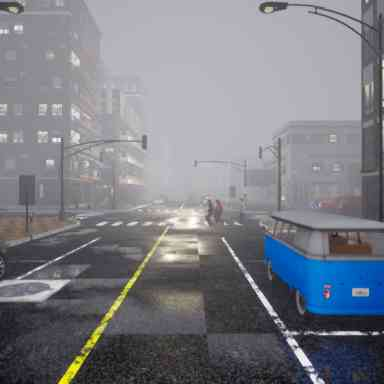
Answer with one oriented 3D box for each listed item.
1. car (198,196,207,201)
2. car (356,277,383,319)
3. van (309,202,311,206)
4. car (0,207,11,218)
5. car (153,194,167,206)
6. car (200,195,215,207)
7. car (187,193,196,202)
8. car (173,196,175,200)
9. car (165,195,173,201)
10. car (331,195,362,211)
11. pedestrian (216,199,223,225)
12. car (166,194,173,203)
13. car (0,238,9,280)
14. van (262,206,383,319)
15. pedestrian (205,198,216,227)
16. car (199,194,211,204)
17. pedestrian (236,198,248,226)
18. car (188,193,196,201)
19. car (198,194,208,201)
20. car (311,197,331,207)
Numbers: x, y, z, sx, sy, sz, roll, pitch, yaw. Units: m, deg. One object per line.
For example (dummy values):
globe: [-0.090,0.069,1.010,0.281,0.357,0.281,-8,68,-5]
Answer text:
car: [2.640,1.638,85.108,2.008,1.369,4.403,0,0,0]
car: [2.659,1.582,1.397,1.802,1.307,4.206,0,0,0]
van: [14.877,1.424,36.365,3.998,1.788,1.690,0,0,0]
car: [-17.483,1.533,27.886,4.206,1.307,1.802,0,0,0]
car: [-5.723,1.566,57.236,1.752,1.417,4.829,0,0,0]
car: [2.661,1.559,52.043,1.752,1.417,4.829,0,0,0]
car: [-0.048,1.430,78.648,2.097,1.767,4.553,0,0,0]
car: [-5.737,1.627,79.563,2.008,1.369,4.403,0,0,0]
car: [-5.740,1.613,84.933,1.752,1.417,4.829,0,0,0]
car: [14.905,1.357,27.986,5.009,1.841,2.192,0,0,0]
pedestrian: [1.741,1.300,22.380,0.375,1.860,0.375,0,0,0]
car: [-5.729,1.372,68.485,2.192,1.841,5.009,0,0,0]
car: [-5.692,1.567,7.107,1.947,1.339,4.313,0,0,0]
van: [2.656,1.342,7.086,1.690,1.788,3.998,0,0,0]
pedestrian: [1.151,1.299,21.181,0.375,1.860,0.375,0,0,0]
car: [2.651,1.372,68.491,2.192,1.841,5.009,0,0,0]
pedestrian: [3.272,1.299,21.778,0.375,1.860,0.375,0,0,0]
car: [-0.054,1.209,88.711,2.150,2.045,5.566,0,0,0]
car: [2.654,1.630,62.952,1.802,1.307,4.206,0,0,0]
car: [15.471,1.294,33.775,5.566,2.045,2.150,0,0,0]
